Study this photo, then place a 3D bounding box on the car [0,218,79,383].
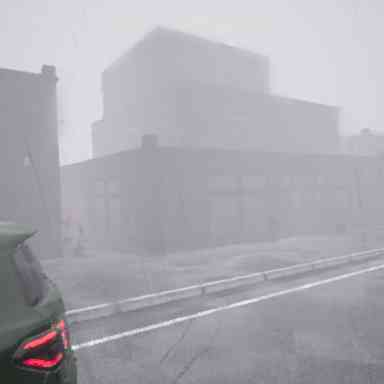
[{"bbox_3d":[-3.449,1.223,1.542,5.566,2.045,2.150,0,0,-35],"label":"car"}]
